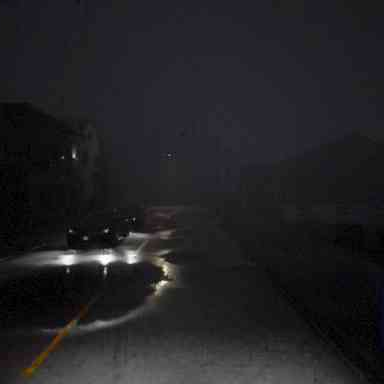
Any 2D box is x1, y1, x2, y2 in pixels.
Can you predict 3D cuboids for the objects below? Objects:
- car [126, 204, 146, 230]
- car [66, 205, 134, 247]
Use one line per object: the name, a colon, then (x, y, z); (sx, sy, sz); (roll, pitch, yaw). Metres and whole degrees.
car: (-4.031, 1.533, 21.114); (1.812, 1.442, 4.674); (0, 0, 0)
car: (-4.112, 1.525, 15.186); (1.812, 1.442, 4.674); (0, 0, 0)
